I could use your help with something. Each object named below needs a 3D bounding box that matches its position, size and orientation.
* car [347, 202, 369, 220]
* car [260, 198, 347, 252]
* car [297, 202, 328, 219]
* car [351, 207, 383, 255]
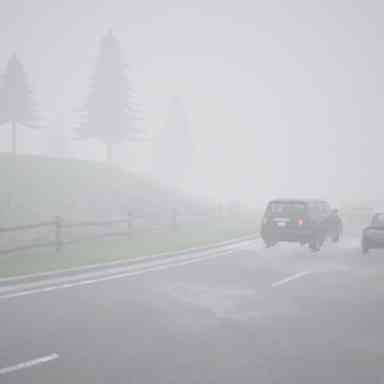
[{"bbox_3d":[14.645,1.619,30.063,1.882,1.535,5.008,0,0,10],"label":"car"},{"bbox_3d":[4.956,1.300,14.659,2.150,2.045,5.566,0,0,36],"label":"car"},{"bbox_3d":[11.337,1.728,31.573,1.994,1.385,4.181,0,0,9],"label":"car"},{"bbox_3d":[7.882,1.547,12.929,2.128,1.511,4.902,0,0,35],"label":"car"}]
